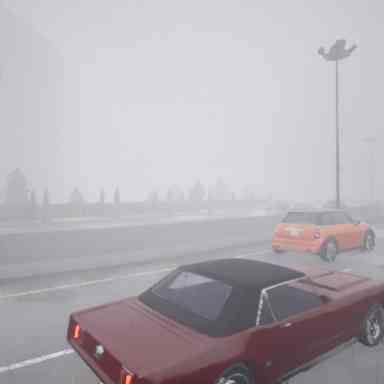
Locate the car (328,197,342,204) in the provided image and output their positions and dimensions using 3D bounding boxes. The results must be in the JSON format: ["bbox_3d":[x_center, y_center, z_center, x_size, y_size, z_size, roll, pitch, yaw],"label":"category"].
[{"bbox_3d":[30.414,1.813,70.818,1.812,1.442,4.674,0,0,11],"label":"car"}]

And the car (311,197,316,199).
[{"bbox_3d":[27.345,1.807,73.626,1.882,1.535,5.008,0,0,11],"label":"car"}]

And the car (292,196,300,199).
[{"bbox_3d":[24.719,1.734,79.511,1.837,1.490,4.892,0,0,9],"label":"car"}]

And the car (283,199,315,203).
[{"bbox_3d":[11.820,1.775,35.992,1.895,1.301,4.718,-1,0,35],"label":"car"}]

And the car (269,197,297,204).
[{"bbox_3d":[10.733,1.702,40.694,2.128,1.511,4.902,0,-1,33],"label":"car"}]

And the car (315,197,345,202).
[{"bbox_3d":[14.479,1.500,33.797,2.097,1.767,4.553,-1,-1,35],"label":"car"}]

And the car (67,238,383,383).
[{"bbox_3d":[0.919,1.629,4.642,4.718,1.301,1.895,0,0,-37],"label":"car"}]

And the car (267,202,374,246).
[{"bbox_3d":[5.058,1.411,12.598,4.553,1.767,2.097,0,-1,-41],"label":"car"}]
